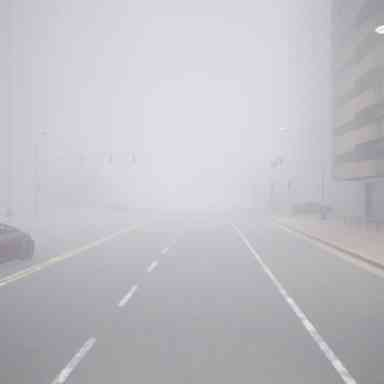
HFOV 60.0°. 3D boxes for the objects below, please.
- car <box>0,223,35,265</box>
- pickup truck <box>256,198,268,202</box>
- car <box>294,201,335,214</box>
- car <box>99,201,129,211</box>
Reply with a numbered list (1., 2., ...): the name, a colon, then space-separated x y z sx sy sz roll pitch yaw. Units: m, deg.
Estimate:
1. car: -6.615 1.634 10.064 1.994 1.385 4.181 0 0 3
2. pickup truck: 18.150 1.726 88.744 2.390 2.098 6.274 0 -1 34
3. car: 13.897 1.817 38.070 4.674 1.442 1.812 0 0 -1
4. car: -10.654 1.892 45.333 4.181 1.385 1.994 0 0 28
